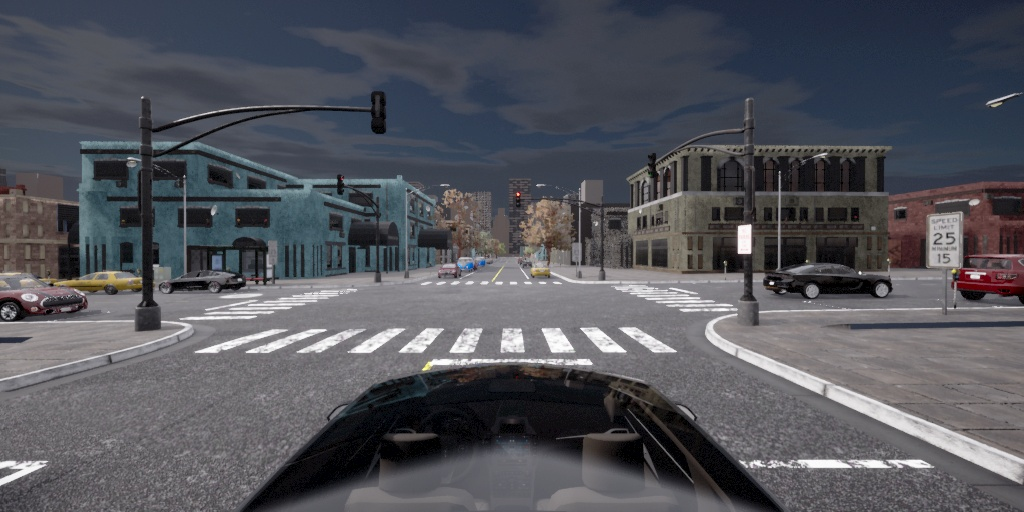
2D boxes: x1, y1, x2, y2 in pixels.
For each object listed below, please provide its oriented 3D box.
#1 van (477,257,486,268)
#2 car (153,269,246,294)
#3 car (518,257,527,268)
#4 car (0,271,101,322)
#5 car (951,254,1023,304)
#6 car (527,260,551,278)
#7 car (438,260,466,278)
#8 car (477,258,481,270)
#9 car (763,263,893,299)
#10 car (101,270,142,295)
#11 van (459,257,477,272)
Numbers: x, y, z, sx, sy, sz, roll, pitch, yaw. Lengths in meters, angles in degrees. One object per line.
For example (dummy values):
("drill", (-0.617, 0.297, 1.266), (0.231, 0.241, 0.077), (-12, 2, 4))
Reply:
("van", (-5.803, 1.078, 61.200), (1.690, 1.789, 3.998), (0, 0, 0))
("car", (-18.227, 1.474, 21.258), (4.313, 1.339, 1.948), (0, 0, -1))
("car", (2.578, 1.288, 61.217), (2.007, 1.370, 4.403), (0, 0, 0))
("car", (-18.091, 1.423, 12.912), (4.097, 1.591, 1.967), (0, 0, -1))
("car", (19.925, 0.842, 13.634), (5.009, 1.841, 2.192), (0, 0, -1))
("car", (2.631, 1.269, 33.655), (1.751, 1.417, 4.829), (0, 0, 0))
("car", (-5.748, 1.326, 33.469), (1.802, 1.307, 4.207), (0, 0, 0))
("car", (-5.782, 1.285, 50.108), (1.888, 1.381, 4.507), (0, 0, 0))
("car", (14.178, 1.050, 16.204), (5.008, 1.535, 1.882), (-1, 1, -1))
("car", (-24.050, 1.501, 21.142), (4.829, 1.417, 1.751), (0, 0, -1))
("van", (-5.770, 1.082, 44.561), (1.690, 1.789, 3.998), (0, 0, 0))
